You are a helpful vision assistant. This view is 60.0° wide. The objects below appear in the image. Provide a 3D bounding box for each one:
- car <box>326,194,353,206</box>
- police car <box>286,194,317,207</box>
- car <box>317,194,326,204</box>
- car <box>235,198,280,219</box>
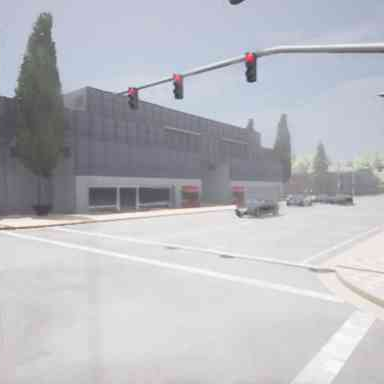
[{"bbox_3d":[19.817,0.995,43.967,1.882,1.535,5.008,0,1,40],"label":"car"},{"bbox_3d":[13.395,1.056,41.609,2.038,1.542,4.974,0,1,39],"label":"police car"},{"bbox_3d":[19.253,1.034,48.732,1.994,1.385,4.181,0,1,40],"label":"car"},{"bbox_3d":[5.242,1.211,26.361,2.128,1.511,4.902,0,1,39],"label":"car"}]
